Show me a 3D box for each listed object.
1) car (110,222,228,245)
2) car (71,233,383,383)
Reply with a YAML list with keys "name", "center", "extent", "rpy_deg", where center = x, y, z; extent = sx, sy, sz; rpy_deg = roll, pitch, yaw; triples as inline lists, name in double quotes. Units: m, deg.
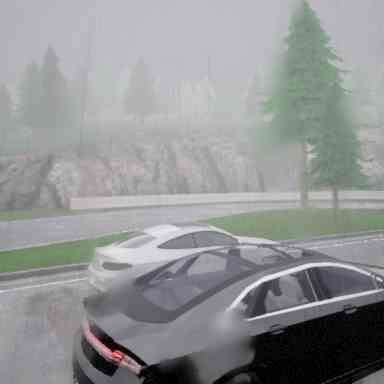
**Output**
- name: "car"
  center: [0.091, 1.417, 7.485]
  extent: [4.674, 1.442, 1.812]
  rpy_deg: [-1, 1, -30]
- name: "car"
  center: [1.117, 1.416, 4.087]
  extent: [4.902, 1.511, 2.128]
  rpy_deg: [-1, 1, -30]
